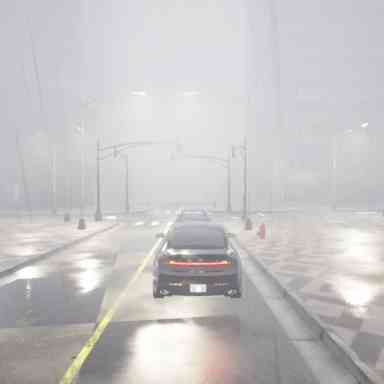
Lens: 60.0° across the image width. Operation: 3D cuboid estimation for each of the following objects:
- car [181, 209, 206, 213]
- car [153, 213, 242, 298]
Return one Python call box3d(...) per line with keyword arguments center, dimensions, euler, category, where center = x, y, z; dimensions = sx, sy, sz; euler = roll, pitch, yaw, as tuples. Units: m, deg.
box3d(center=(0.068, 1.557, 17.375), dimensions=(1.994, 1.385, 4.181), euler=(0, 0, 1), category="car")
box3d(center=(0.104, 1.502, 8.471), dimensions=(1.837, 1.490, 4.892), euler=(0, 0, 0), category="car")
